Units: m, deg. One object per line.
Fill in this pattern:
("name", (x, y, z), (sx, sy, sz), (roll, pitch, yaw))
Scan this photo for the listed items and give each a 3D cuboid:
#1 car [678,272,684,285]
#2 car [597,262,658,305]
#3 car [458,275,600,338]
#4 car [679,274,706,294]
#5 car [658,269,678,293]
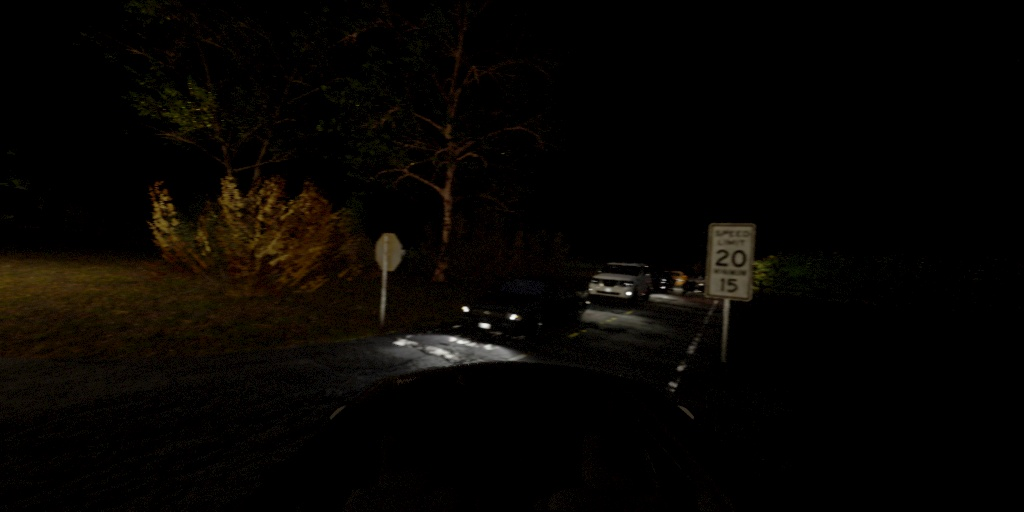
("car", (16.411, 2.273, 36.239), (1.882, 1.535, 5.008), (4, 0, 32))
("car", (6.051, 1.355, 19.448), (2.150, 2.045, 5.566), (4, 0, 32))
("car", (0.720, 1.343, 10.755), (2.033, 1.411, 5.357), (4, 0, 31))
("car", (13.941, 2.239, 26.698), (1.895, 1.301, 4.718), (4, 0, 32))
("car", (11.152, 1.811, 27.743), (2.097, 1.767, 4.553), (4, 0, 32))
